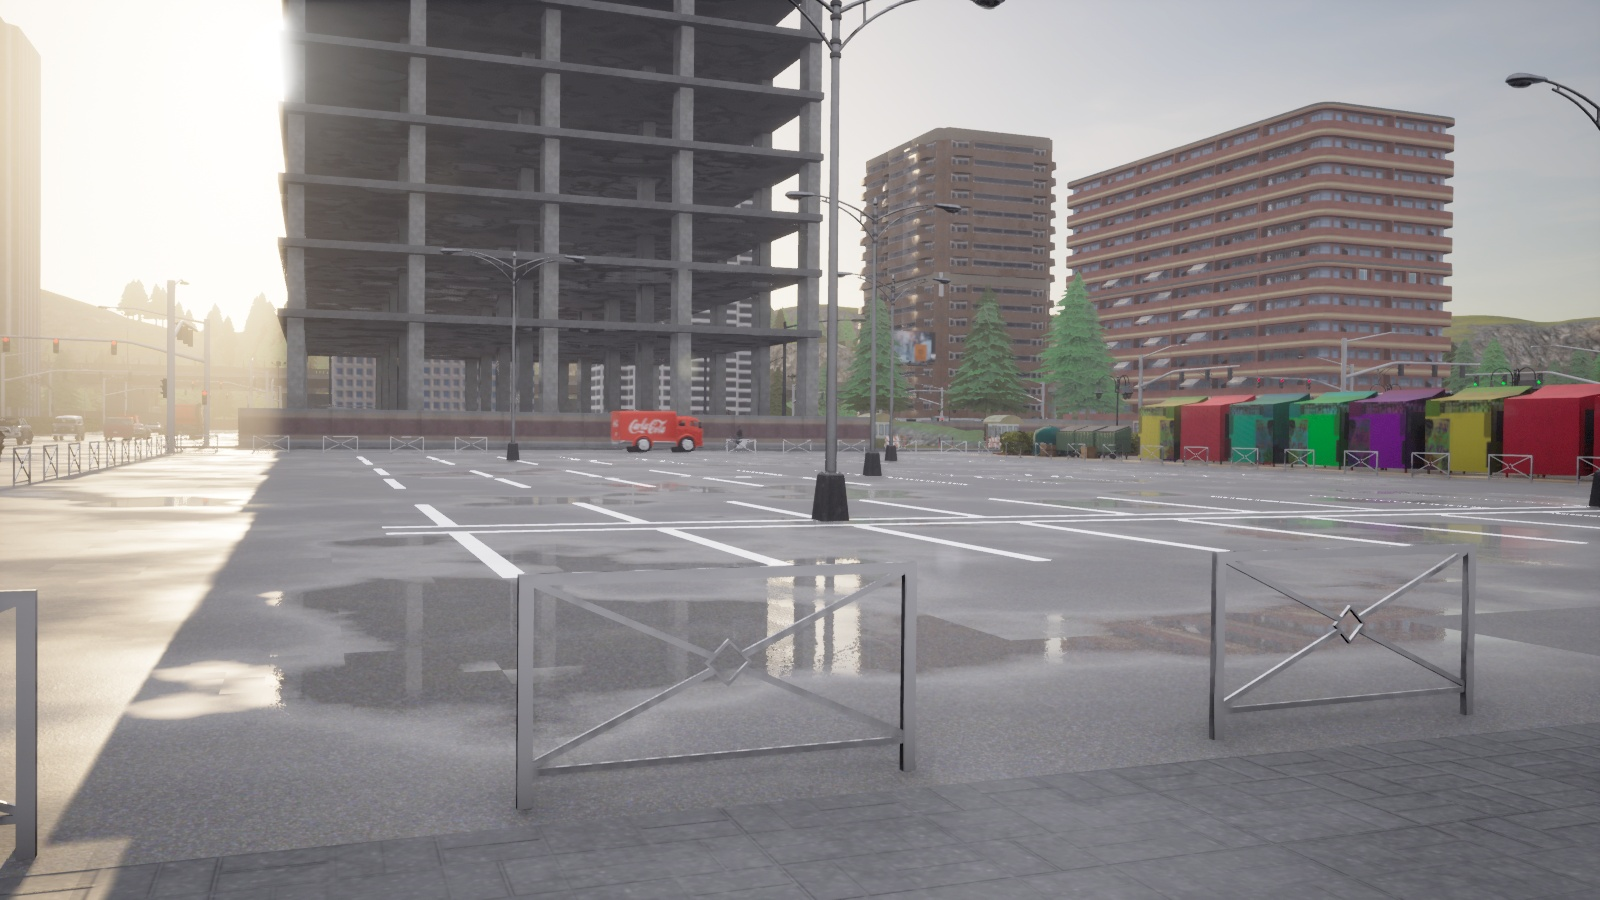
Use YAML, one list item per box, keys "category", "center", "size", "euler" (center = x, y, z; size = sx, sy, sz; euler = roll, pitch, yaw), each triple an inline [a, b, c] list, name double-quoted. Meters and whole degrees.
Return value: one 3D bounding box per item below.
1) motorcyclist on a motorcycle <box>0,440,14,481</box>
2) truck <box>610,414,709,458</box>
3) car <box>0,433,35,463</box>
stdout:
- category: "motorcyclist on a motorcycle"
  center: [-30.371, 0.392, 47.284]
  size: [0.866, 1.530, 2.191]
  euler: [-1, 1, -21]
- category: "truck"
  center: [-8.247, -0.852, 73.594]
  size: [5.204, 2.467, 2.627]
  euler: [-1, 1, -21]
- category: "car"
  center: [-51.124, -0.155, 81.270]
  size: [1.932, 1.855, 4.605]
  euler: [-1, 1, -21]
